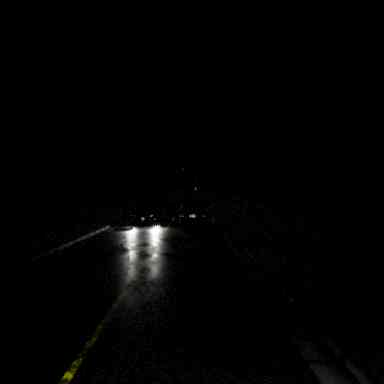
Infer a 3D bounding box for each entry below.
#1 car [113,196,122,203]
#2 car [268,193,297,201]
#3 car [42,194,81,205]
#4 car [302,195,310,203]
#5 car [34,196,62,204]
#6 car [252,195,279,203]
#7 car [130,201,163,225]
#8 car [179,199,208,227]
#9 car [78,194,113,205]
[{"bbox_3d":[-15.443,1.309,61.512,4.829,1.417,1.752,-1,1,0],"label":"car"},{"bbox_3d":[16.738,0.957,61.444,4.829,1.417,1.752,-1,2,0],"label":"car"},{"bbox_3d":[-20.963,1.282,52.994,5.009,1.841,2.192,-1,1,0],"label":"car"},{"bbox_3d":[17.067,1.107,52.919,4.403,1.369,2.008,-1,2,0],"label":"car"},{"bbox_3d":[-26.632,1.460,61.536,4.313,1.339,1.947,-1,1,0],"label":"car"},{"bbox_3d":[11.688,1.184,52.931,4.313,1.339,1.947,-1,2,0],"label":"car"},{"bbox_3d":[-3.082,1.414,23.295,1.837,1.490,4.892,0,0,0],"label":"car"},{"bbox_3d":[0.100,1.463,22.239,2.033,1.411,5.357,0,0,0],"label":"car"},{"bbox_3d":[-15.281,1.492,52.989,4.206,1.307,1.802,-1,1,0],"label":"car"}]
